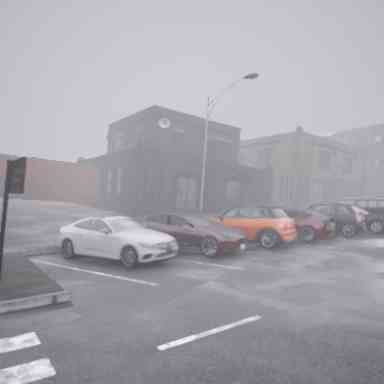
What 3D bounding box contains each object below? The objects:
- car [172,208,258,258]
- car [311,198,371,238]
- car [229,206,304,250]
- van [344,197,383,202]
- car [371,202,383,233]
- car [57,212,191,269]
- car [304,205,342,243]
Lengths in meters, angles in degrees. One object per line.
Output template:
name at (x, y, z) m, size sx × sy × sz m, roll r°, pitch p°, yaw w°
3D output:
car at (-0.206, 1.524, 12.911) m, size 4.792 × 1.488 × 2.163 m, roll -1°, pitch -1°, yaw 34°
car at (6.941, 1.400, 18.123) m, size 4.553 × 1.767 × 2.185 m, roll -1°, pitch -1°, yaw 34°
car at (2.174, 1.379, 14.647) m, size 4.553 × 1.767 × 2.185 m, roll -1°, pitch -1°, yaw 34°
van at (11.584, 1.322, 21.677) m, size 4.442 × 1.987 × 1.878 m, roll -1°, pitch -1°, yaw 34°
car at (9.299, 1.536, 19.885) m, size 5.008 × 1.535 × 2.097 m, roll -1°, pitch -1°, yaw 34°
car at (-2.613, 1.525, 11.185) m, size 4.674 × 1.452 × 2.002 m, roll -1°, pitch -1°, yaw 34°
car at (4.509, 1.545, 16.419) m, size 4.792 × 1.488 × 2.163 m, roll -1°, pitch -1°, yaw 34°
